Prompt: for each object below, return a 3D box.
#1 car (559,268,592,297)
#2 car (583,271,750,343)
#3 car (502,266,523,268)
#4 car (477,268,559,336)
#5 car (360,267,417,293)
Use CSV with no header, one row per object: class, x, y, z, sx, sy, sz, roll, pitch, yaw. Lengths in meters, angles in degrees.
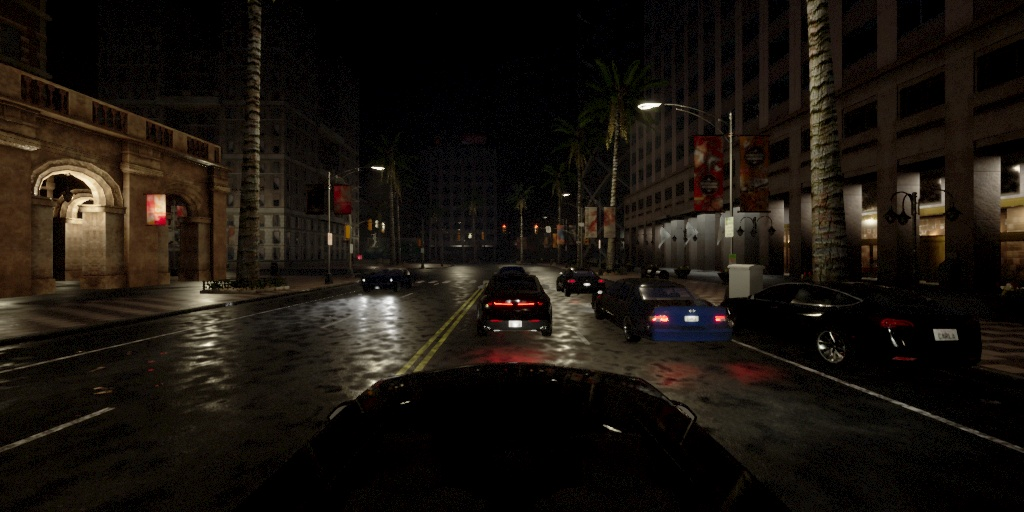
car,3.517,1.314,18.902,1.994,1.385,4.181,0,0,-1
car,3.562,1.297,9.659,2.033,1.411,5.357,0,0,0
car,0.013,1.276,19.306,1.812,1.442,4.674,0,0,-2
car,0.052,1.254,10.359,1.837,1.490,4.892,0,0,-1
car,-7.098,1.351,21.051,1.895,1.301,4.718,0,0,0
